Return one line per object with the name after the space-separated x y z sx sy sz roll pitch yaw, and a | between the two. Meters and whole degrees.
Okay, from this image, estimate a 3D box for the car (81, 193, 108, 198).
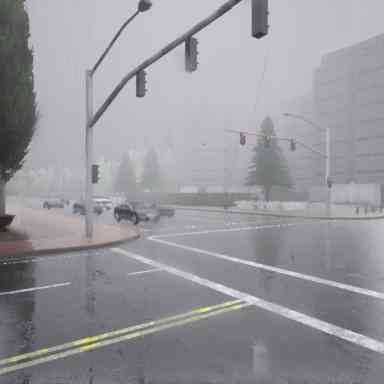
-11.761 1.224 40.991 2.150 2.045 5.566 0 0 -36 | car

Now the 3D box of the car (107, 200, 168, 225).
-4.108 1.492 24.339 2.128 1.511 4.902 0 0 -36 | car

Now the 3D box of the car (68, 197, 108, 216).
-10.439 1.506 33.142 1.837 1.490 4.892 0 0 -36 | car

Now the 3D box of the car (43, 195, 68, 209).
-18.546 1.526 44.470 1.812 1.442 4.674 0 0 -36 | car

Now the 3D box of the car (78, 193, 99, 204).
-20.404 1.221 65.377 2.150 2.045 5.566 0 0 -36 | car

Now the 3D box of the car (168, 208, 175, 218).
-3.420 1.601 29.367 1.895 1.301 4.718 0 0 -36 | car

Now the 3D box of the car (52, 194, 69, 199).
-22.216 1.300 55.728 2.150 2.045 5.566 0 0 -36 | car
